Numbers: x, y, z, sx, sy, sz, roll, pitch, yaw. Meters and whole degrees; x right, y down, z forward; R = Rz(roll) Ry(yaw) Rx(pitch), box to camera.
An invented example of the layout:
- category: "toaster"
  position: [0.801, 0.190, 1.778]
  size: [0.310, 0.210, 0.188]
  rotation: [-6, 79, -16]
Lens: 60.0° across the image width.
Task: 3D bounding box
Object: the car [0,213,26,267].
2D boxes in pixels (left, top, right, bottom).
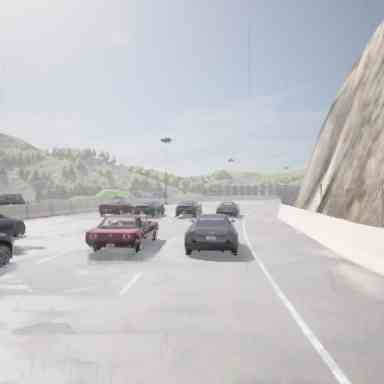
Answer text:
- category: "car"
  position: [-6.563, 1.479, 8.439]
  size: [2.128, 1.511, 4.902]
  rotation: [0, 0, 3]

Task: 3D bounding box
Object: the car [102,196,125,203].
- category: "car"
  position: [-17.058, 1.515, 72.642]
  size: [2.033, 1.411, 5.357]
  rotation: [0, 0, 21]

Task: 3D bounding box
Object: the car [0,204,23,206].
- category: "car"
  position: [-18.185, 1.188, 31.280]
  size: [2.150, 2.045, 5.566]
  rotation: [0, 0, 10]

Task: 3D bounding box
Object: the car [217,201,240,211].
- category: "car"
  position: [3.462, 1.577, 31.567]
  size: [1.994, 1.385, 4.181]
  rotation: [0, 0, 11]

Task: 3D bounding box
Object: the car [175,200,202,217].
- category: "car"
  position: [-0.232, 1.510, 30.960]
  size: [1.837, 1.490, 4.892]
  rotation: [0, 0, 11]

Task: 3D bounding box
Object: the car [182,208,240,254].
- category: "car"
  position: [0.827, 1.568, 13.560]
  size: [1.994, 1.385, 4.181]
  rotation: [0, 0, 5]

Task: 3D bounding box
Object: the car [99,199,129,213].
- category: "car"
  position: [-7.155, 1.467, 31.991]
  size: [1.882, 1.535, 5.008]
  rotation: [0, 0, 11]

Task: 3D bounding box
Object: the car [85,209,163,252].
- category: "car"
  position: [-2.673, 1.597, 13.937]
  size: [1.895, 1.301, 4.718]
  rotation: [0, 0, 5]

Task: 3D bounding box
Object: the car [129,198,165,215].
- category: "car"
  position: [-3.837, 1.502, 30.739]
  size: [1.837, 1.490, 4.892]
  rotation: [0, 0, 11]

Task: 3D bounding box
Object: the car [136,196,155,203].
- category: "car"
  position: [-9.932, 1.582, 71.580]
  size: [1.895, 1.301, 4.718]
  rotation: [0, 0, 21]
